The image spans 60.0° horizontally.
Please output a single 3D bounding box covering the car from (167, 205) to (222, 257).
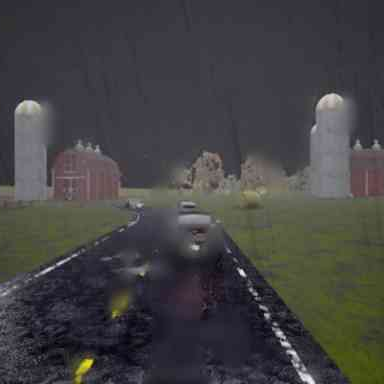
[{"bbox_3d":[0.091,1.487,12.832,1.837,1.490,4.892,0,0,0],"label":"car"}]

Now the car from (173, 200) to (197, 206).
[{"bbox_3d":[-0.487,1.470,28.354,1.837,1.490,4.892,0,0,-6],"label":"car"}]

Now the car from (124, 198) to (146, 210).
[{"bbox_3d":[-7.253,1.473,41.882,2.128,1.511,4.902,0,0,-25],"label":"car"}]
